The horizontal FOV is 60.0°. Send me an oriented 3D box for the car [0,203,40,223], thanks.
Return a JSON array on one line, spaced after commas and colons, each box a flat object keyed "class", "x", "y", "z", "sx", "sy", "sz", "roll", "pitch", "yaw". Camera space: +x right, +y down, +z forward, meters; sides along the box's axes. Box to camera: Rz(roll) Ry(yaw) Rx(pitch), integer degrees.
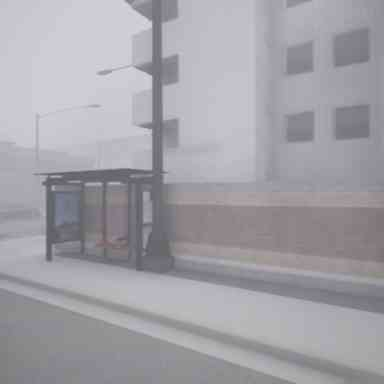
[{"class": "car", "x": -13.376, "y": 1.468, "z": 24.310, "sx": 1.994, "sy": 1.385, "sz": 4.181, "roll": 0, "pitch": 1, "yaw": 31}]
